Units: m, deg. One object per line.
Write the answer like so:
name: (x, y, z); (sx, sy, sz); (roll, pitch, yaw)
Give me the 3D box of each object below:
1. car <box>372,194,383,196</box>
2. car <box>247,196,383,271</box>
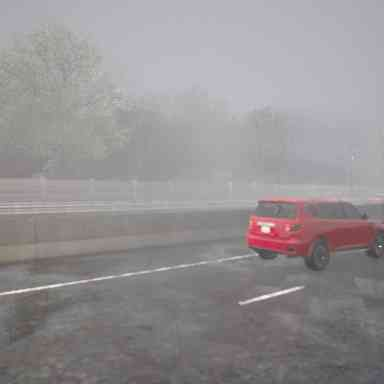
car: (28.130, 1.337, 49.821); (5.566, 2.045, 2.150); (0, 0, -35)
car: (4.341, 1.229, 11.212); (5.566, 2.045, 2.150); (1, -1, -35)
